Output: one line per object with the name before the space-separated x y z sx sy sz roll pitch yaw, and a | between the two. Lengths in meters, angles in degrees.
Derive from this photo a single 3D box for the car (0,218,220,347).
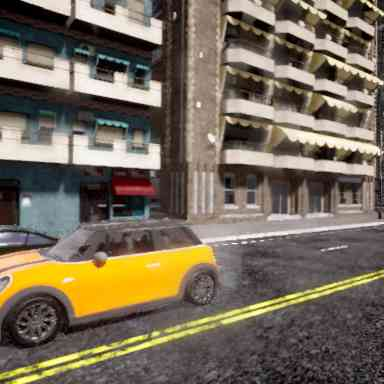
car | -1.689 1.366 6.441 4.553 1.767 2.097 0 0 -35

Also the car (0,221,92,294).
car | -4.862 1.569 8.178 4.181 1.385 1.994 1 0 -35
